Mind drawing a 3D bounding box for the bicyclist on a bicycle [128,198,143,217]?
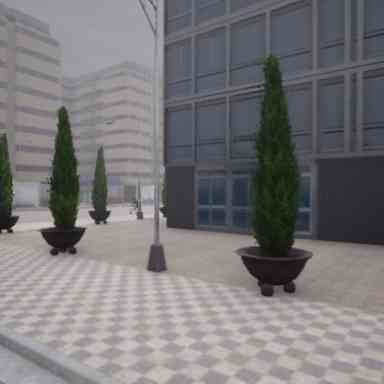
[{"bbox_3d":[-4.732,1.312,27.800,1.656,1.620,0.582,0,0,35],"label":"bicyclist on a bicycle"}]
